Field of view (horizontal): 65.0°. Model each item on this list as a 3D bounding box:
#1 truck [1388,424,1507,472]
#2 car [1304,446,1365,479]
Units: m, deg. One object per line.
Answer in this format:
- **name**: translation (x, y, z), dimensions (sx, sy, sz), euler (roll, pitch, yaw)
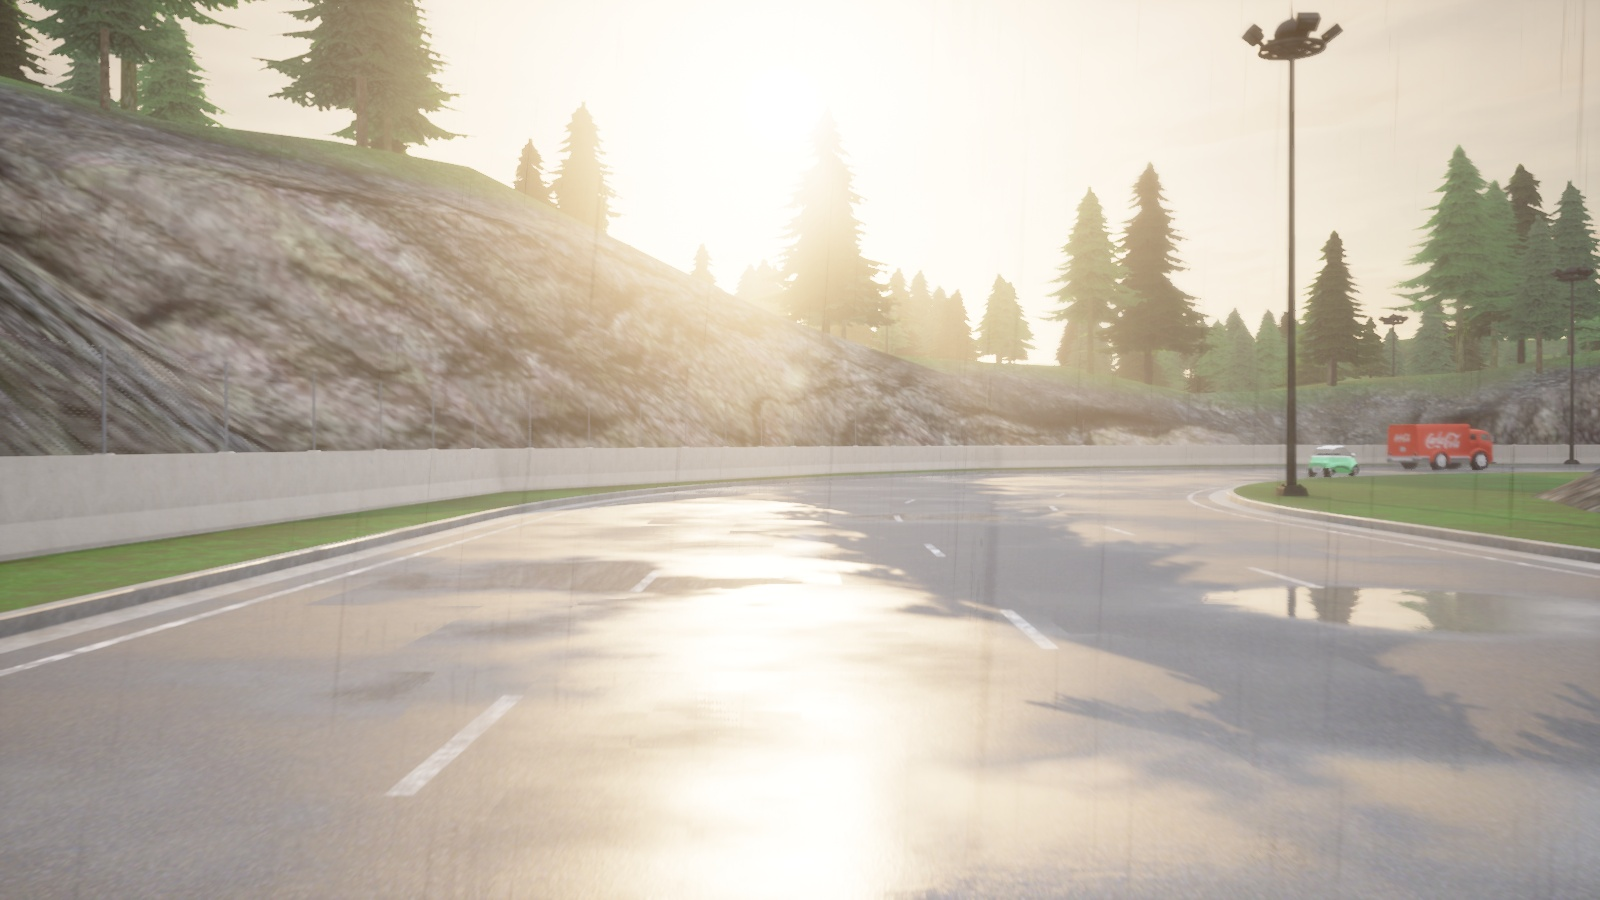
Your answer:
- **truck**: translation (34.468, -0.090, 66.945), dimensions (5.204, 2.467, 2.627), euler (0, 0, -14)
- **car**: translation (22.985, 0.515, 53.975), dimensions (2.207, 1.376, 1.481), euler (-1, 0, -36)
